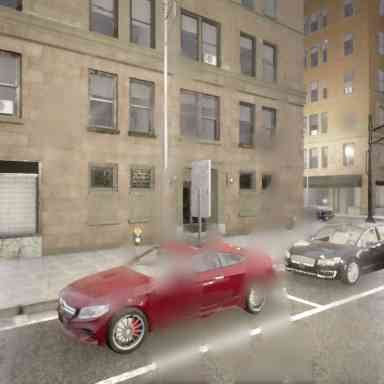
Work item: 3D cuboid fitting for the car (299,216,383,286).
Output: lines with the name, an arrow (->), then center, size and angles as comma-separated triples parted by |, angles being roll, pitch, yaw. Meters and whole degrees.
car -> 4.437, 1.549, 9.321 | 4.403, 1.369, 2.008 | 0, 0, -35

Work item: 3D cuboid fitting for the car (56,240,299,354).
car -> -0.198, 1.581, 6.035 | 4.206, 1.307, 1.802 | 0, 0, -35

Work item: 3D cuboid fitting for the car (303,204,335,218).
car -> 8.227, 1.513, 25.132 | 1.895, 1.301, 4.718 | 0, 0, -35
